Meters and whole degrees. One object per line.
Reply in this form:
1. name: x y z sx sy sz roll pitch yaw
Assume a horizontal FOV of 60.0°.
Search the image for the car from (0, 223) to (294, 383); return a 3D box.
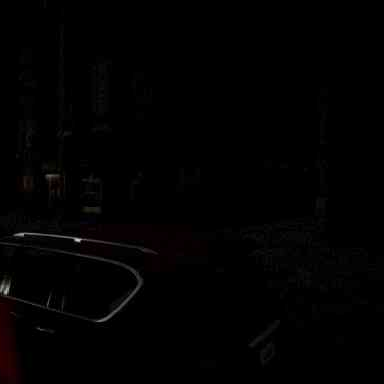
1. car: -1.369 1.315 3.933 5.009 1.841 2.192 0 0 35
